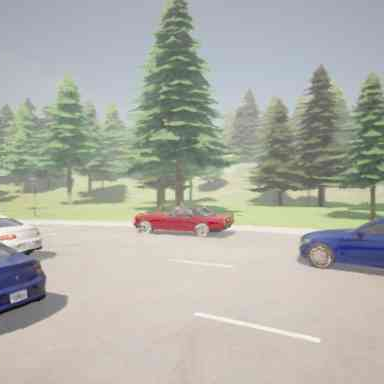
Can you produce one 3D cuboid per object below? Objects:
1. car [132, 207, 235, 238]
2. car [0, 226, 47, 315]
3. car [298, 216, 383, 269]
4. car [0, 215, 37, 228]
[{"bbox_3d":[-0.473,1.352,15.990,4.718,1.301,1.895,0,1,23],"label":"car"},{"bbox_3d":[-4.823,1.468,6.121,4.674,1.442,1.812,0,1,23],"label":"car"},{"bbox_3d":[5.198,1.339,8.669,4.674,1.442,1.812,0,1,37],"label":"car"},{"bbox_3d":[-7.008,1.419,10.581,4.674,1.442,1.812,0,1,18],"label":"car"}]
